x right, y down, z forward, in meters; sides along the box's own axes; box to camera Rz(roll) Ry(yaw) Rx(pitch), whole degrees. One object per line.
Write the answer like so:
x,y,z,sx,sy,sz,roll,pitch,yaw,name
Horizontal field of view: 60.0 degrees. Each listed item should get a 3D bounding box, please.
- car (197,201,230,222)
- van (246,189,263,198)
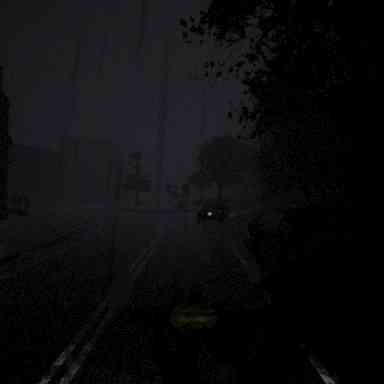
1.649,1.356,24.577,1.994,1.385,4.181,0,3,13,car
18.112,0.776,92.610,4.442,1.987,1.878,0,1,1,van
